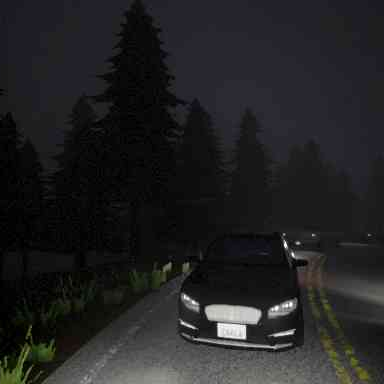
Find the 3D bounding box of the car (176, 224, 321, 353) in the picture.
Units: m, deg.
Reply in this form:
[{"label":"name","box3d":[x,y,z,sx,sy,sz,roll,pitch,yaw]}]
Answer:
[{"label":"car","box3d":[1.131,1.561,6.596,2.128,1.511,4.902,-1,-2,15]}]

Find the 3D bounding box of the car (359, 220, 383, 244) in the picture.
[{"label":"car","box3d":[15.807,3.222,26.445,5.566,2.045,2.150,8,-8,-28]}]

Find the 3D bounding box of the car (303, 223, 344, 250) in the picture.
[{"label":"car","box3d":[6.483,2.307,17.676,1.895,1.301,4.718,-3,-6,39]}]

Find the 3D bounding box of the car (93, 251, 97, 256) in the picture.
[{"label":"car","box3d":[-20.286,13.650,72.958,4.181,1.381,1.994,-2,-5,31]}]
